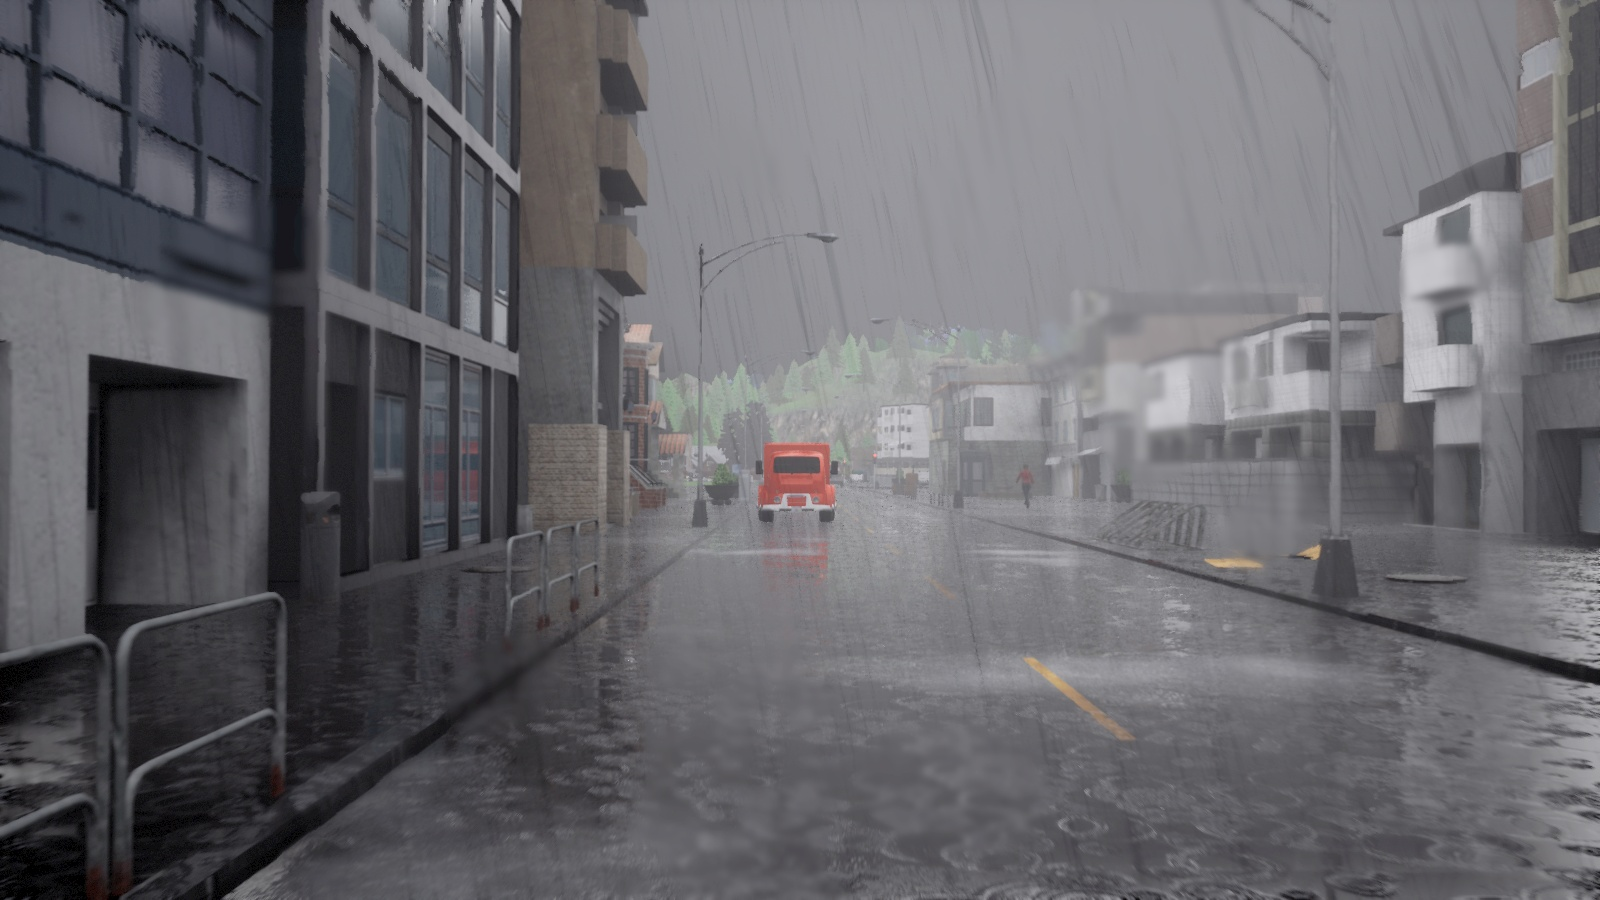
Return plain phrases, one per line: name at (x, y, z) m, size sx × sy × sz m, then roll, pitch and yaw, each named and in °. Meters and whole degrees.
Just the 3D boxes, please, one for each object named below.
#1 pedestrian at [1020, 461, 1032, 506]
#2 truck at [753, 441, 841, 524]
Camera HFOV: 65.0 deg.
pedestrian at (9.260, 1.368, 51.486) m, size 0.331 × 1.846 × 0.636 m, roll 0°, pitch -1°, yaw -2°
truck at (-0.099, 1.014, 40.067) m, size 2.627 × 2.467 × 5.204 m, roll 0°, pitch -1°, yaw 0°
